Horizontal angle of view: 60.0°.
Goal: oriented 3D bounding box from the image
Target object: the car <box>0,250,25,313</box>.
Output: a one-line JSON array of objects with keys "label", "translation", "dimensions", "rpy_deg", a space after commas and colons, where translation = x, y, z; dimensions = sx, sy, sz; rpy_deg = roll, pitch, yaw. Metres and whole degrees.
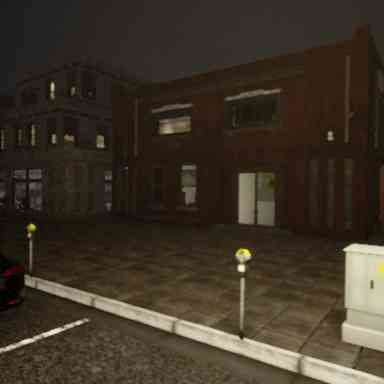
[{"label": "car", "translation": [-4.902, 1.507, 6.360], "dimensions": [4.313, 1.339, 1.947], "rpy_deg": [1, 1, 35]}]
